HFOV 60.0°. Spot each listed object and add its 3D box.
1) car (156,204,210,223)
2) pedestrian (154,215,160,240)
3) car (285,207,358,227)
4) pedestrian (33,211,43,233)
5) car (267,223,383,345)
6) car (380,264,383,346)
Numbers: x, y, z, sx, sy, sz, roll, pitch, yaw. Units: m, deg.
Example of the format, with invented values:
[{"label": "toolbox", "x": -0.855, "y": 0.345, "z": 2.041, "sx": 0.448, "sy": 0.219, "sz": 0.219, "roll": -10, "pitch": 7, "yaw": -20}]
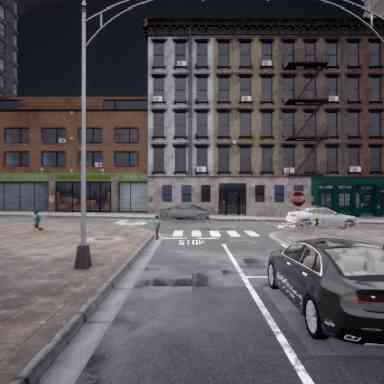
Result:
[{"label": "car", "x": -0.712, "y": 1.597, "z": 25.466, "sx": 4.181, "sy": 1.385, "sz": 1.994, "roll": 1, "pitch": 0, "yaw": 0}, {"label": "pedestrian", "x": -1.649, "y": 1.679, "z": 15.650, "sx": 0.500, "sy": 1.100, "sz": 0.500, "roll": 0, "pitch": 0, "yaw": 0}, {"label": "car", "x": 8.726, "y": 1.739, "z": 22.488, "sx": 4.674, "sy": 1.442, "sz": 1.812, "roll": 1, "pitch": -1, "yaw": 0}, {"label": "pedestrian", "x": -7.575, "y": 1.427, "z": 16.250, "sx": 0.500, "sy": 1.100, "sz": 0.500, "roll": 0, "pitch": 0, "yaw": 0}, {"label": "car", "x": 2.638, "y": 1.553, "z": 6.341, "sx": 2.008, "sy": 1.369, "sz": 4.403, "roll": 0, "pitch": 0, "yaw": 0}, {"label": "car", "x": 2.644, "y": 1.440, "z": 0.837, "sx": 1.967, "sy": 1.590, "sz": 4.097, "roll": 0, "pitch": 0, "yaw": 0}]
